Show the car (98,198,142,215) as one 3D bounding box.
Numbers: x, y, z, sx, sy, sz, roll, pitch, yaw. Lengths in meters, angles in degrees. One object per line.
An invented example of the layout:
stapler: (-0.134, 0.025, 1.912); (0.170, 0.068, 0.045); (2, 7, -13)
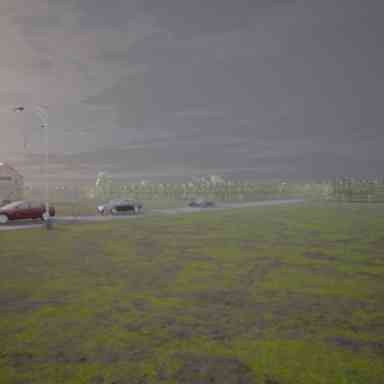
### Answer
car: (-7.067, 1.384, 32.915); (2.128, 1.511, 4.902); (-1, 0, 37)

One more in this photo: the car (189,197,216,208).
car: (1.373, 1.331, 44.226); (1.994, 1.385, 4.181); (-1, 0, 37)

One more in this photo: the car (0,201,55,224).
car: (-12.896, 1.459, 25.091); (1.882, 1.535, 5.008); (-1, 0, 37)
